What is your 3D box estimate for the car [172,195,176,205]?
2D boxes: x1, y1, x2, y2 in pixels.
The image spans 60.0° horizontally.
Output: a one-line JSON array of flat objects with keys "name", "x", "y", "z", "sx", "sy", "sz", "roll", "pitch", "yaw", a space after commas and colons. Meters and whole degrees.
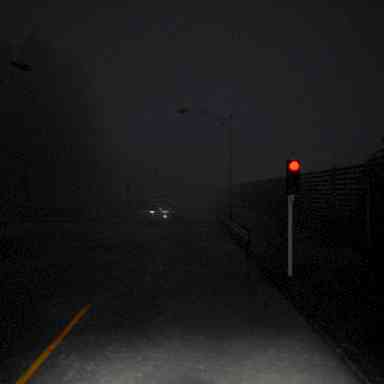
[{"name": "car", "x": -4.221, "y": 1.352, "z": 53.763, "sx": 2.097, "sy": 1.767, "sz": 4.553, "roll": 0, "pitch": 0, "yaw": 0}]

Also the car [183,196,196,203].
[{"name": "car", "x": -0.280, "y": 1.526, "z": 67.646, "sx": 1.812, "sy": 1.442, "sz": 4.674, "roll": 0, "pitch": 0, "yaw": -5}]

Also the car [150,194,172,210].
[{"name": "car", "x": -4.209, "y": 1.221, "z": 43.912, "sx": 2.150, "sy": 2.045, "sz": 5.566, "roll": 0, "pitch": 0, "yaw": 0}]

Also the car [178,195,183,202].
[{"name": "car", "x": -3.905, "y": 1.500, "z": 77.012, "sx": 4.892, "sy": 1.490, "sz": 1.837, "roll": 0, "pitch": 0, "yaw": 40}]

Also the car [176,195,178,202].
[{"name": "car", "x": -4.193, "y": 1.525, "z": 63.957, "sx": 1.812, "sy": 1.442, "sz": 4.674, "roll": 0, "pitch": 0, "yaw": 0}]
